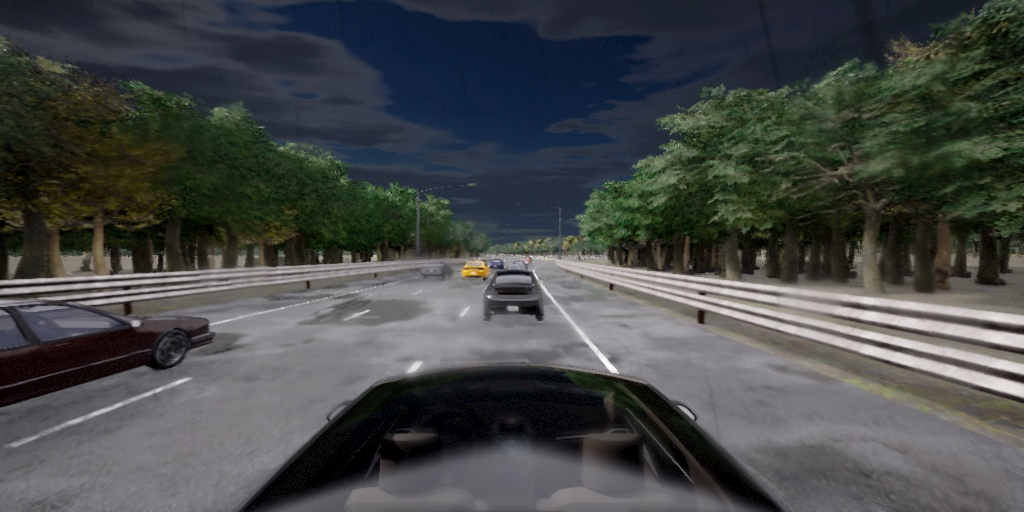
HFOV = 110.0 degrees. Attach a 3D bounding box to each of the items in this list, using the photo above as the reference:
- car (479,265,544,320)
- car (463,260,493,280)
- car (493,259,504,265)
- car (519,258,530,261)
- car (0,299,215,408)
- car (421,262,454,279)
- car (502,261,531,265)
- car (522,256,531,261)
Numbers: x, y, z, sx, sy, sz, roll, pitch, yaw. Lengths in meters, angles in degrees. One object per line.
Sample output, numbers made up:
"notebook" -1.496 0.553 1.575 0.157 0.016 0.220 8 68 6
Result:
"car" 0.072 1.242 12.555 1.837 1.490 4.892 0 0 1
"car" -2.957 1.176 30.543 1.882 1.535 5.008 0 0 2
"car" -2.145 1.170 50.975 1.812 1.442 4.674 0 0 3
"car" 0.841 1.244 41.737 1.994 1.385 4.181 0 0 2
"car" -6.898 1.289 4.682 2.033 1.411 5.357 0 0 0
"car" -6.444 1.240 31.557 2.033 1.411 5.357 0 0 2
"car" 0.396 1.306 29.075 1.895 1.301 4.718 0 0 2
"car" 2.064 1.191 65.042 1.895 1.301 4.718 0 0 4
